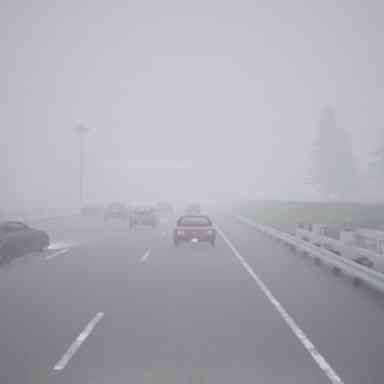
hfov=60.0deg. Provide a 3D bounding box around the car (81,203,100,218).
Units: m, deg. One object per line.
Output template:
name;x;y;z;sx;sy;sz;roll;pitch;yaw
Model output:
car;-10.365;1.940;35.896;1.882;1.535;5.008;0;-1;0

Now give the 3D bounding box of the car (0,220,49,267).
car;-6.889;1.713;12.066;1.994;1.385;4.181;0;-1;0

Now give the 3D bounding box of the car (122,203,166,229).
car;-3.377;1.799;24.293;2.128;1.511;4.902;0;-1;0

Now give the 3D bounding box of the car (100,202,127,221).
car;-6.869;1.760;31.769;2.097;1.767;4.553;0;-1;0

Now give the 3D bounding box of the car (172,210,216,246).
car;0.116;1.809;16.529;1.895;1.301;4.718;0;-1;0

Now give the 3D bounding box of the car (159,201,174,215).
car;-3.361;1.887;41.459;2.097;1.767;4.553;0;-1;0

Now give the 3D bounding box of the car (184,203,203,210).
car;0.136;1.999;38.564;1.837;1.490;4.892;0;-1;0
